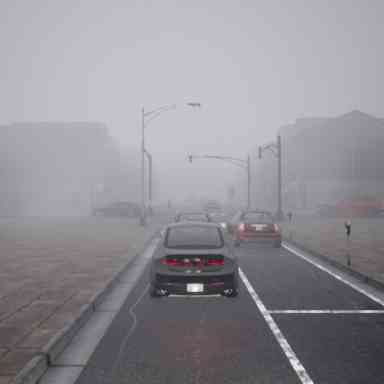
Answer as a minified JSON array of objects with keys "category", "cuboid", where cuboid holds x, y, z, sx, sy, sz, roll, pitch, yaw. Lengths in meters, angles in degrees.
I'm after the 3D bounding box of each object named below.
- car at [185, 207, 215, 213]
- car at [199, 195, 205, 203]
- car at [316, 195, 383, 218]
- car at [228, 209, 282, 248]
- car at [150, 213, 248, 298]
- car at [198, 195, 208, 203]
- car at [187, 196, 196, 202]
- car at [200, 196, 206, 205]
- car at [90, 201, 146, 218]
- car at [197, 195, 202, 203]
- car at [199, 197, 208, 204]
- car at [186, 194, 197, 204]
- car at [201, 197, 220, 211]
[{"category":"car","cuboid":[0.060,1.615,16.032,1.895,1.301,4.718,0,0,0]},{"category":"car","cuboid":[2.547,1.688,52.742,1.752,1.417,4.829,1,0,0]},{"category":"car","cuboid":[14.091,1.280,29.818,5.566,2.045,2.150,0,-2,0]},{"category":"car","cuboid":[2.630,1.453,14.952,1.967,1.590,4.097,2,0,0]},{"category":"car","cuboid":[0.022,1.509,8.519,1.837,1.490,4.892,0,0,-1]},{"category":"car","cuboid":[2.495,1.713,79.763,2.192,1.841,5.009,1,-1,0]},{"category":"car","cuboid":[-0.169,1.796,82.223,2.033,1.411,5.357,0,-1,0]},{"category":"car","cuboid":[2.557,1.692,47.135,1.947,1.339,4.313,1,0,0]},{"category":"car","cuboid":[-6.636,1.584,29.895,4.892,1.490,1.837,0,-2,0]},{"category":"car","cuboid":[2.523,1.813,63.447,1.947,1.339,4.313,1,-1,0]},{"category":"car","cuboid":[2.501,1.872,74.492,1.752,1.417,4.829,1,-1,0]},{"category":"car","cuboid":[-0.148,1.538,71.827,2.150,2.045,5.566,0,-1,0]},{"category":"car","cuboid":[2.569,1.661,41.698,1.947,1.339,4.313,1,0,0]}]
